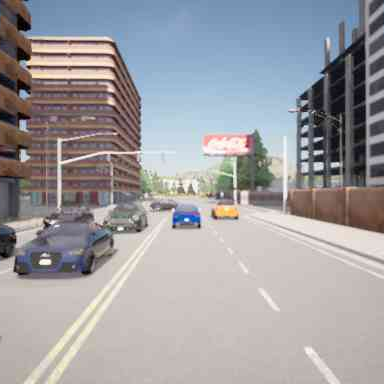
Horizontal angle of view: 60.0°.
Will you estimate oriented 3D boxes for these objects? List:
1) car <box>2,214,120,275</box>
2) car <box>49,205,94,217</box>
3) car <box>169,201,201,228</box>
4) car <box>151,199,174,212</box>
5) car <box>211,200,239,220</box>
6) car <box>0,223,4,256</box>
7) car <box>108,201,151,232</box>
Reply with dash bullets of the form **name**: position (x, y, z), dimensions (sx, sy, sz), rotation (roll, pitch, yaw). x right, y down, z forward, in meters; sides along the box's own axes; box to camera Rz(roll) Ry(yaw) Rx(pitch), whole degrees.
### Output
- **car**: position (-3.799, 1.623, 10.555), dimensions (1.994, 1.385, 4.181), rotation (0, 0, -1)
- **car**: position (-7.504, 1.608, 20.824), dimensions (2.128, 1.511, 4.902), rotation (0, 0, -1)
- **car**: position (-0.376, 1.578, 22.921), dimensions (1.882, 1.535, 5.008), rotation (0, 0, -1)
- **car**: position (-2.767, 1.683, 41.666), dimensions (4.902, 1.511, 2.128), rotation (0, 0, -1)
- **car**: position (2.869, 1.472, 30.077), dimensions (2.097, 1.767, 4.553), rotation (0, 0, -1)
- **car**: position (-7.290, 1.597, 10.465), dimensions (1.812, 1.442, 4.674), rotation (0, 0, -1)
- **car**: position (-4.005, 1.456, 20.734), dimensions (2.097, 1.767, 4.553), rotation (0, 0, -1)
